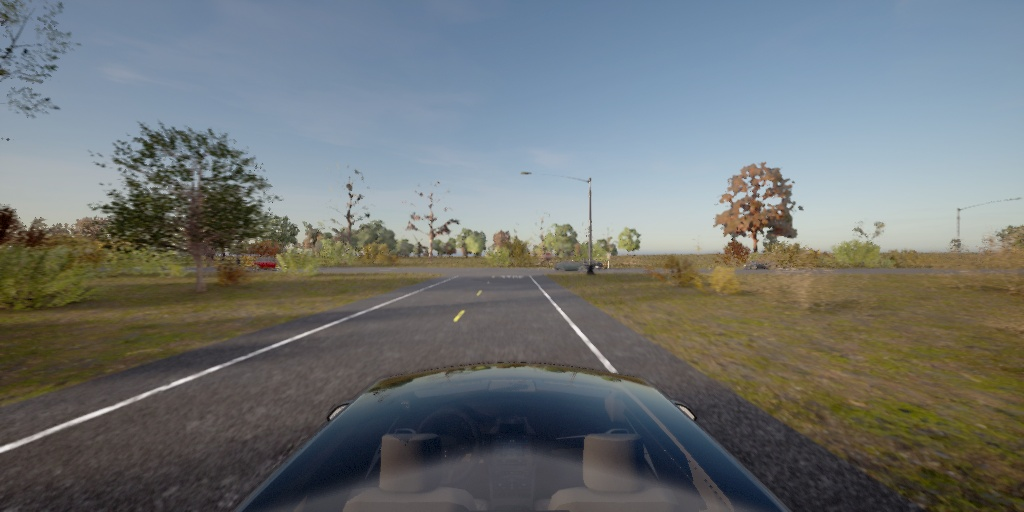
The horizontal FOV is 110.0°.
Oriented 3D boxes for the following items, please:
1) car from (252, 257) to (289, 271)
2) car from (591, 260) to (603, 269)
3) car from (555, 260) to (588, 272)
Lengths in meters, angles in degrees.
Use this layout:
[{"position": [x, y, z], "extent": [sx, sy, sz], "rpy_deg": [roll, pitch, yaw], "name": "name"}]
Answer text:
[{"position": [-30.017, 0.929, 45.263], "extent": [4.553, 1.767, 2.097], "rpy_deg": [0, 0, -2], "name": "car"}, {"position": [11.053, 1.315, 53.405], "extent": [4.892, 1.490, 1.837], "rpy_deg": [-1, 0, -2], "name": "car"}, {"position": [7.597, 1.296, 46.293], "extent": [4.181, 1.385, 1.994], "rpy_deg": [0, 0, -2], "name": "car"}]
